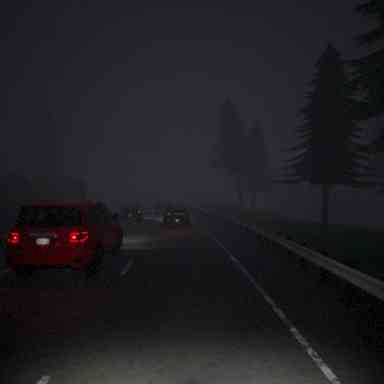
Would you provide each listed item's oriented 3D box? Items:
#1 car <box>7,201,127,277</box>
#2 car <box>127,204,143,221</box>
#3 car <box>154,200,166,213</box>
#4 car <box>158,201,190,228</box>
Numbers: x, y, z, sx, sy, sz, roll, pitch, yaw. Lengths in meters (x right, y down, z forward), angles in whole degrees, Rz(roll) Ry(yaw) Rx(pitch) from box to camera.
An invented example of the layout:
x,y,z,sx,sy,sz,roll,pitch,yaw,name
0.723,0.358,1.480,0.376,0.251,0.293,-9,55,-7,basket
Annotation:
x,y,z,sx,sy,sz,roll,pitch,yaw,name
-3.709,1.301,10.699,2.150,2.045,5.566,0,0,-2,car
-5.231,1.731,28.840,1.812,1.442,4.674,0,0,-7,car
-3.610,1.764,41.161,1.882,1.535,5.008,0,-1,-10,car
-1.184,1.657,23.893,2.128,1.511,4.902,0,0,-5,car
